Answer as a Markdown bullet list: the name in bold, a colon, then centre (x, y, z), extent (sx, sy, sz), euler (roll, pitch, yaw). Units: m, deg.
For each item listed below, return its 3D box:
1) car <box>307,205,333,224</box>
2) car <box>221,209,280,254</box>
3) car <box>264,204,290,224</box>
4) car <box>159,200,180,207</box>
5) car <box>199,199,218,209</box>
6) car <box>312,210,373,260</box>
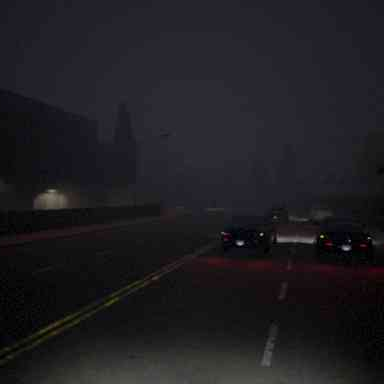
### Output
- **car**: centre (10.546, 1.807, 27.309), extent (1.812, 1.442, 4.674), euler (0, 0, 16)
- **car**: centre (2.505, 1.675, 14.214), extent (1.812, 1.442, 4.674), euler (0, 0, 19)
- **car**: centre (7.132, 1.786, 28.066), extent (2.128, 1.511, 4.902), euler (0, 0, 17)
- **car**: centre (-4.534, 2.247, 65.589), extent (2.033, 1.411, 5.357), euler (0, -1, -35)
- **car**: centre (2.889, 1.973, 58.760), extent (2.097, 1.767, 4.553), euler (0, -1, -22)
- **car**: centre (5.817, 1.661, 13.085), extent (1.812, 1.442, 4.674), euler (0, 0, 19)
